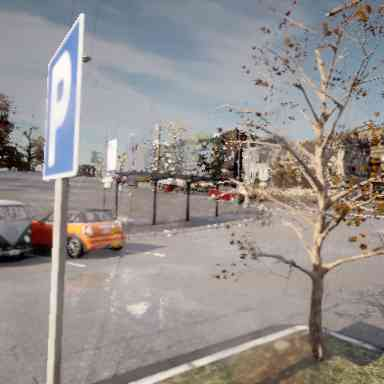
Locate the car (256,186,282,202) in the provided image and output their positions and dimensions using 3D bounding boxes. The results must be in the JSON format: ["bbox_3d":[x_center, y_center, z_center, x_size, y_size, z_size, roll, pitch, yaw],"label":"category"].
[{"bbox_3d":[9.761,0.460,41.750,2.002,1.452,4.674,7,3,34],"label":"car"}]

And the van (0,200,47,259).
[{"bbox_3d":[-7.165,1.255,11.285,4.442,1.987,1.878,0,-2,34],"label":"van"}]

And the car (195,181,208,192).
[{"bbox_3d":[2.748,-0.685,51.527,2.231,1.521,4.892,7,3,34],"label":"car"}]

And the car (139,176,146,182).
[{"bbox_3d":[-11.220,-2.901,71.223,1.946,1.575,5.366,7,3,34],"label":"car"}]

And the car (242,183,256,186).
[{"bbox_3d":[8.045,-0.106,44.205,2.435,2.045,5.566,7,3,34],"label":"car"}]

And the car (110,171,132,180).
[{"bbox_3d":[-16.676,-3.826,78.355,2.185,1.767,4.553,4,0,33],"label":"car"}]

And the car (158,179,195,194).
[{"bbox_3d":[-2.074,-0.614,42.989,1.994,1.385,4.181,3,4,-36],"label":"car"}]

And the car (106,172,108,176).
[{"bbox_3d":[-18.474,-4.108,80.682,2.435,2.045,5.566,2,-2,34],"label":"car"}]

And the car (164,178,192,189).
[{"bbox_3d":[-2.401,-1.515,59.032,1.946,1.575,5.366,7,3,34],"label":"car"}]

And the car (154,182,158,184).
[{"bbox_3d":[-4.259,-1.753,61.331,2.002,1.452,4.674,8,3,34],"label":"car"}]

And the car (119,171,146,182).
[{"bbox_3d":[-13.094,-3.430,73.462,2.435,2.045,5.566,8,3,33],"label":"car"}]

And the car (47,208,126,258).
[{"bbox_3d":[-4.779,1.398,13.065,4.553,1.767,2.185,0,-1,35],"label":"car"}]

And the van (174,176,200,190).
[{"bbox_3d":[-0.793,-1.466,56.321,1.878,1.987,4.442,8,3,34],"label":"van"}]

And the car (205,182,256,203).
[{"bbox_3d":[3.892,0.234,34.801,1.882,1.535,5.008,3,4,-36],"label":"car"}]

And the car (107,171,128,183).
[{"bbox_3d":[-12.356,-2.312,57.115,1.882,1.535,5.008,3,3,-36],"label":"car"}]

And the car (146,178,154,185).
[{"bbox_3d":[-6.030,-2.031,63.772,2.002,1.452,4.674,7,3,34],"label":"car"}]
